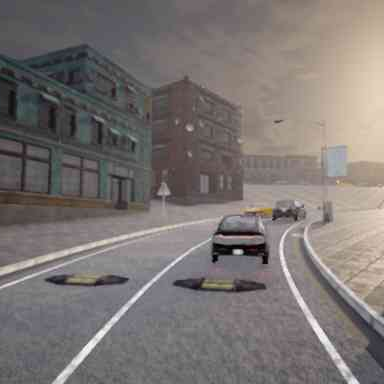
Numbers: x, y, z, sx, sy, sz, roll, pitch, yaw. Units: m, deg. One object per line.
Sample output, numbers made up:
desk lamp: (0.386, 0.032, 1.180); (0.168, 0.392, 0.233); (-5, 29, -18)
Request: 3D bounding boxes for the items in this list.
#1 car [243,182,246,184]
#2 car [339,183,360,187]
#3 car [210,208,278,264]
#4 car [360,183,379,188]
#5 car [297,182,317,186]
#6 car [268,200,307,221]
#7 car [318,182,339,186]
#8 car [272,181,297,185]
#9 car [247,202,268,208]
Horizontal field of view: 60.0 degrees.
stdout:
car: (10.436, -2.063, 76.600); (4.553, 1.767, 2.185); (1, -5, -9)
car: (37.563, -1.494, 81.406); (5.008, 1.535, 2.097); (1, -5, -12)
car: (1.839, 1.564, 12.218); (2.128, 1.511, 4.902); (-1, 0, 11)
car: (42.946, -1.487, 82.652); (4.553, 1.767, 2.185); (1, -5, -13)
car: (26.677, -1.724, 79.271); (4.892, 1.521, 2.231); (1, -5, -10)
car: (8.469, 1.489, 28.614); (2.097, 1.767, 4.553); (-3, -2, 30)
car: (32.131, -1.577, 80.277); (4.674, 1.452, 2.002); (1, -5, -11)
car: (21.232, -1.804, 78.367); (4.892, 1.521, 2.231); (1, -5, -9)
car: (6.679, 1.783, 32.716); (1.882, 1.535, 5.008); (-3, -2, 34)
